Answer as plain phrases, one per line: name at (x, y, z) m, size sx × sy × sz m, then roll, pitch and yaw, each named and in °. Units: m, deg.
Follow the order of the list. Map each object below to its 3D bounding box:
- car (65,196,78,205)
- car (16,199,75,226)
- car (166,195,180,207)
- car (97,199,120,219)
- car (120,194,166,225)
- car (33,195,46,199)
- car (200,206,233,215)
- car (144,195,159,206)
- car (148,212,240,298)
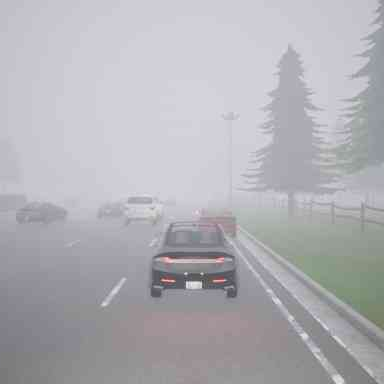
car at (-20.686, 1.477, 57.022) m, size 1.882 × 1.535 × 5.008 m, roll 0°, pitch 0°, yaw -25°
car at (-10.397, 1.492, 23.433) m, size 2.128 × 1.511 × 4.902 m, roll 0°, pitch 0°, yaw 0°
car at (-3.394, 1.601, 52.096) m, size 1.895 × 1.301 × 4.718 m, roll 0°, pitch 0°, yaw 0°
car at (-6.897, 1.564, 29.331) m, size 1.994 × 1.385 × 4.181 m, roll 0°, pitch 0°, yaw 0°
car at (-3.397, 1.221, 24.031) m, size 2.150 × 2.045 × 5.566 m, roll 0°, pitch 0°, yaw 0°
car at (-36.650, 1.525, 79.993) m, size 2.128 × 1.511 × 4.902 m, roll 0°, pitch 0°, yaw -42°
car at (1.227, 1.478, 17.852) m, size 1.882 × 1.535 × 5.008 m, roll 0°, pitch 0°, yaw 0°
car at (-6.891, 1.351, 57.108) m, size 2.097 × 1.767 × 4.553 m, roll 0°, pitch 0°, yaw 0°
car at (0.054, 1.492, 8.510) m, size 2.128 × 1.511 × 4.902 m, roll 0°, pitch 0°, yaw 0°
